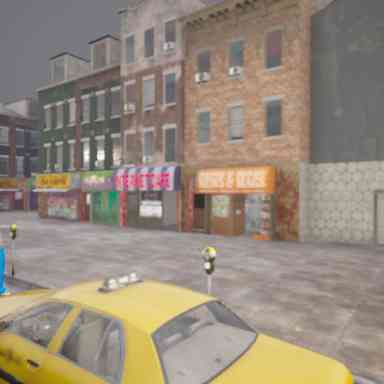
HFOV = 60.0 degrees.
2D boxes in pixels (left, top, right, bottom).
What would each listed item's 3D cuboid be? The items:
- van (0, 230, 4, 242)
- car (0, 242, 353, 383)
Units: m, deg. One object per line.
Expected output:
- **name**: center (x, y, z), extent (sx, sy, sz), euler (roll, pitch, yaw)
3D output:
- **van**: center (-5.394, 1.292, 6.687), extent (3.998, 1.788, 1.690), euler (0, 0, 36)
- **car**: center (-0.931, 1.510, 3.492), extent (4.829, 1.417, 1.752), euler (0, 0, 36)
